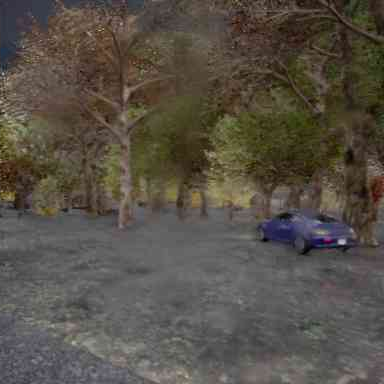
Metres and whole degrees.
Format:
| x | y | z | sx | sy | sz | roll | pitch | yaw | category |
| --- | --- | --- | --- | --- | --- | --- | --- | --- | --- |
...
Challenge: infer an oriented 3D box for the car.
| x | y | z | sx | sy | sz | roll | pitch | yaw | category |
| --- | --- | --- | --- | --- | --- | --- | --- | --- | --- |
| 4.211 | 1.418 | 12.970 | 1.812 | 1.442 | 4.674 | 0 | 1 | -16 | car |
